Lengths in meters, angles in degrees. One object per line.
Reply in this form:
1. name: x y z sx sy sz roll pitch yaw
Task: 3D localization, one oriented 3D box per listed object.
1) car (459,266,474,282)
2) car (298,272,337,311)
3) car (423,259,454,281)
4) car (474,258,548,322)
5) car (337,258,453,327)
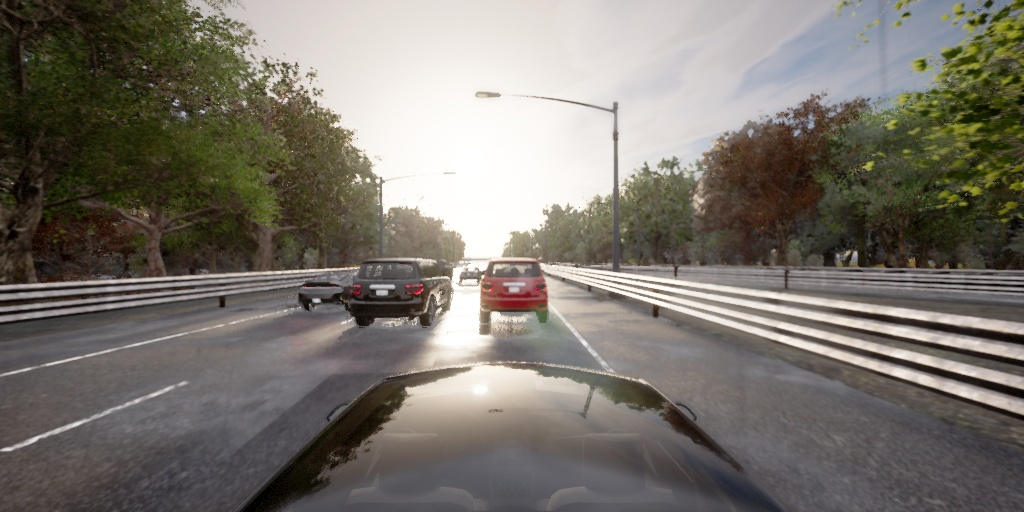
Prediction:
1. car: -3.756 1.662 33.132 2.033 1.411 5.357 0 -1 -1
2. car: -6.983 1.392 15.197 2.128 1.511 4.902 0 -1 -1
3. car: -7.329 1.376 36.248 2.150 2.045 5.566 0 -1 -1
4. car: 0.039 1.097 13.064 2.150 2.045 5.566 0 -1 0
5. car: -3.454 1.088 12.170 2.150 2.045 5.566 0 -1 0
